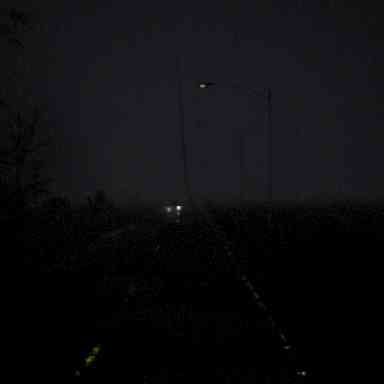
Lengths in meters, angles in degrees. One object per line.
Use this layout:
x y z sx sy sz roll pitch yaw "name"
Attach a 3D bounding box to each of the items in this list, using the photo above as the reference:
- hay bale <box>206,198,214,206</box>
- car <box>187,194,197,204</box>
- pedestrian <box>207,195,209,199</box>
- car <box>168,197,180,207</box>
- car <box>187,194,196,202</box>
3.106 1.717 56.480 1.220 1.180 1.240 1 1 0 "hay bale"
-0.028 1.644 64.777 1.994 1.385 4.181 0 0 0 "car"
2.797 1.343 57.575 0.375 1.860 0.375 -1 1 -3 "pedestrian"
-2.836 1.583 53.796 1.812 1.442 4.674 0 0 0 "car"
-0.036 1.319 78.103 2.097 1.767 4.553 0 0 0 "car"
